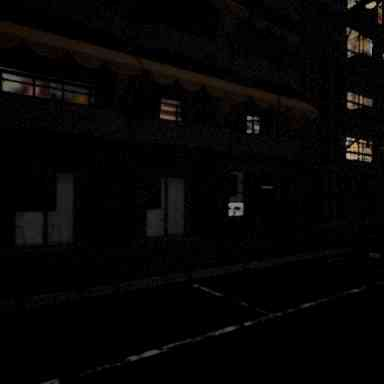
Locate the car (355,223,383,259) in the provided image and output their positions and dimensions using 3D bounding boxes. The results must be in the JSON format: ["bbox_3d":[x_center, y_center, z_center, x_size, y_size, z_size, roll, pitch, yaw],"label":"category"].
[{"bbox_3d":[7.680,1.703,12.039,4.313,1.339,1.947,1,0,-36],"label":"car"}]
